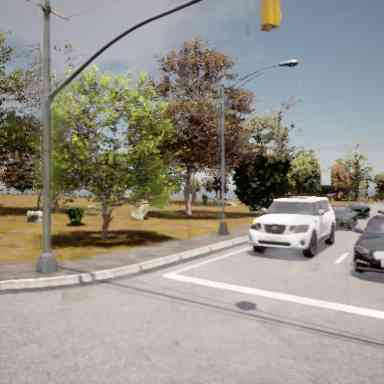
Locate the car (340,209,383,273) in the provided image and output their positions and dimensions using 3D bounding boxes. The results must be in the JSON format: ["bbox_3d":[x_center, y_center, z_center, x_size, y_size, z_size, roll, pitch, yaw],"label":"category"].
[{"bbox_3d":[6.156,1.492,10.068,2.128,1.511,4.902,0,0,34],"label":"car"}]

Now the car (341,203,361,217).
[{"bbox_3d":[9.341,1.569,21.330,1.994,1.385,4.181,0,0,33],"label":"car"}]

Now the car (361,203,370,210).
[{"bbox_3d":[14.780,1.629,29.957,1.895,1.301,4.718,0,0,32],"label":"car"}]

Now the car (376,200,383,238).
[{"bbox_3d":[11.193,1.354,17.732,2.097,1.767,4.553,0,0,33],"label":"car"}]

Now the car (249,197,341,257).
[{"bbox_3d":[4.244,1.224,13.456,2.150,2.045,5.566,0,0,33],"label":"car"}]
